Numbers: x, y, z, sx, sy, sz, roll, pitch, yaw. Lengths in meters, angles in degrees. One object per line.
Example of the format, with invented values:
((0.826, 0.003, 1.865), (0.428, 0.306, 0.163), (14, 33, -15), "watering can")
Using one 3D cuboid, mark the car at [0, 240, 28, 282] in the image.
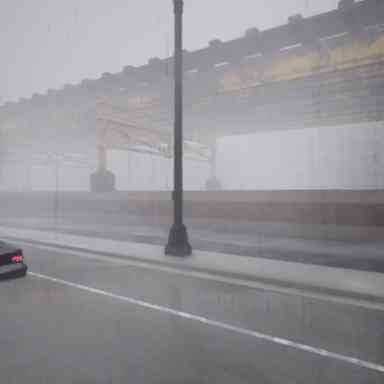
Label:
((-6.389, 1.596, 8.678), (5.357, 1.411, 2.033), (0, 0, 36), "car")
